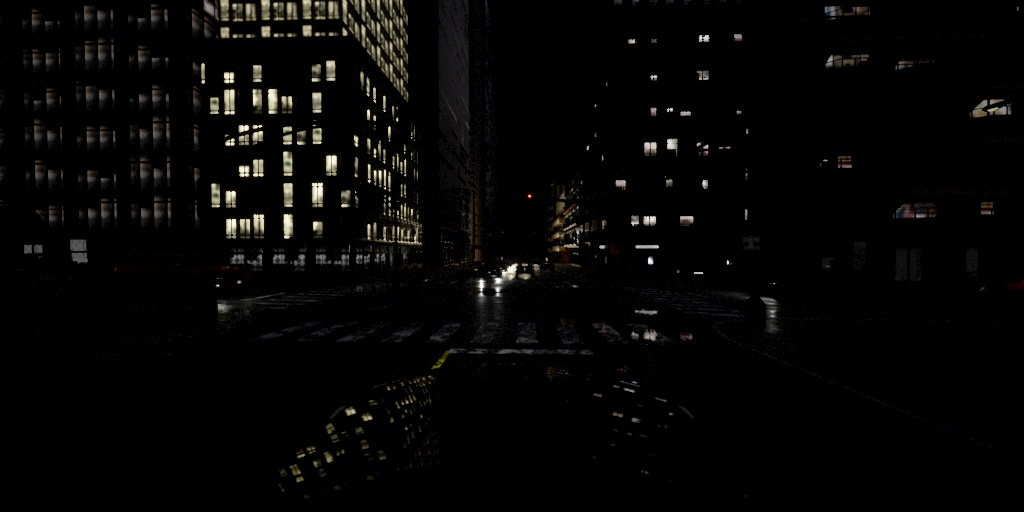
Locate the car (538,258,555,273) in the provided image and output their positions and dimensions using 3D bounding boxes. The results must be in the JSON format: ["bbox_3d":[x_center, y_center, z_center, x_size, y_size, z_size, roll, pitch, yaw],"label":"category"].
[{"bbox_3d":[4.103,1.290,42.435,2.007,1.370,4.403,0,0,2],"label":"car"}]

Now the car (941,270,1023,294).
[{"bbox_3d":[28.044,1.461,20.951,4.507,1.381,1.888,0,0,3],"label":"car"}]

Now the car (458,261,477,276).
[{"bbox_3d":[-4.478,1.266,36.910,1.751,1.417,4.829,0,0,2],"label":"car"}]

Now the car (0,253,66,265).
[{"bbox_3d":[-32.875,0.713,23.960,5.009,1.841,2.192,0,0,3],"label":"car"}]

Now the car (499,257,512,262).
[{"bbox_3d":[-0.955,1.229,62.156,2.128,1.511,4.902,0,0,2],"label":"car"}]

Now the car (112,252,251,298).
[{"bbox_3d":[-15.853,0.865,17.323,5.566,2.045,2.150,1,1,3],"label":"car"}]

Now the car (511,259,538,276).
[{"bbox_3d":[1.297,1.288,36.343,2.033,1.411,5.357,0,0,2],"label":"car"}]

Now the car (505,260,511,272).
[{"bbox_3d":[-1.554,1.303,46.028,1.994,1.385,4.181,0,0,2],"label":"car"}]

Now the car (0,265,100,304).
[{"bbox_3d":[-19.858,1.205,14.957,4.403,1.370,2.007,0,0,3],"label":"car"}]

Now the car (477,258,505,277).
[{"bbox_3d":[-1.958,1.246,34.805,1.837,1.490,4.892,0,0,2],"label":"car"}]

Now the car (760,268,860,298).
[{"bbox_3d":[15.530,1.383,18.975,4.674,1.442,1.812,0,1,4],"label":"car"}]
